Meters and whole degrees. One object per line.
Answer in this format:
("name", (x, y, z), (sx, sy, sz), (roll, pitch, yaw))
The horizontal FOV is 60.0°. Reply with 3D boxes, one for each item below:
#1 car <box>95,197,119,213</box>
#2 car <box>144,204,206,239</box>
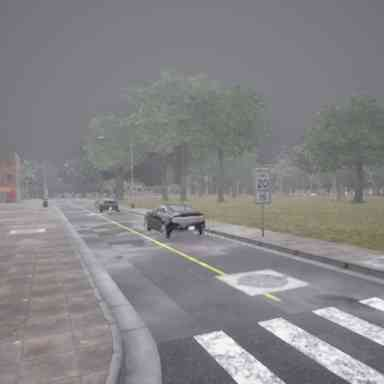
("car", (-8.928, 1.327, 34.707), (1.837, 1.490, 4.892), (-2, 1, -24))
("car", (-1.001, 1.332, 16.601), (2.128, 1.511, 4.902), (-2, 1, -24))
